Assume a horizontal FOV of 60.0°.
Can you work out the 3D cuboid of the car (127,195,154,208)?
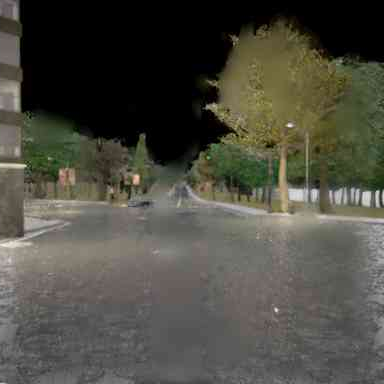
[{"bbox_3d":[-7.864,1.582,51.350,2.150,2.045,5.566,0,1,19],"label":"car"}]
